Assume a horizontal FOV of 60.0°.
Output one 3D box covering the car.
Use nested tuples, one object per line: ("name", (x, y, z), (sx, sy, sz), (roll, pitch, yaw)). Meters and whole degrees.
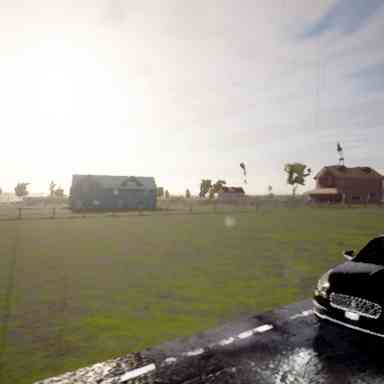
("car", (4.253, 1.519, 6.215), (4.892, 1.490, 1.837), (0, 0, -36))
